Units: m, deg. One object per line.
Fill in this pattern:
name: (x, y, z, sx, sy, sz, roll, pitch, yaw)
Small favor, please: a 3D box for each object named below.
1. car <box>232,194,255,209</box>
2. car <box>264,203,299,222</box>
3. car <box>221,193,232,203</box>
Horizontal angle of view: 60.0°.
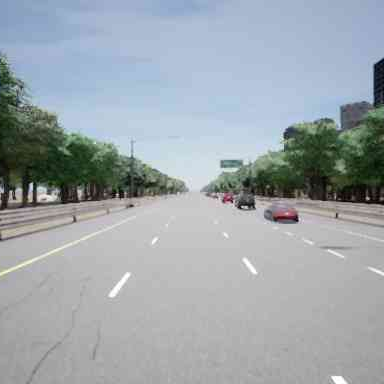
car: (7.121, 1.252, 44.956, 2.150, 2.045, 5.566, 0, 0, 0)
car: (7.047, 1.584, 26.627, 1.994, 1.385, 4.181, 0, 0, 0)
car: (7.272, 1.266, 68.513, 2.150, 2.045, 5.566, 0, 0, 0)
